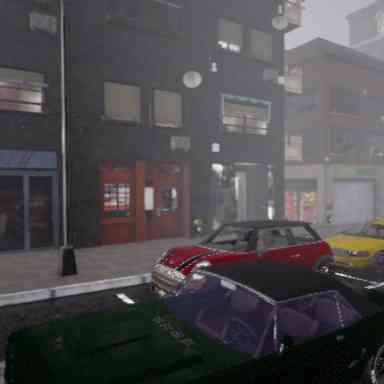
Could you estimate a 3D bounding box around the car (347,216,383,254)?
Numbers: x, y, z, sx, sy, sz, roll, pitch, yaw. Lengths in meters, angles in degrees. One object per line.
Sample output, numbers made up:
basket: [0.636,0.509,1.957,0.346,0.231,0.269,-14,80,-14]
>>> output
car: [5.679,1.445,10.051,4.829,1.417,1.752,0,0,-32]

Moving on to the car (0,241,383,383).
car: [0.502,1.557,3.673,4.718,1.301,1.895,0,1,-32]

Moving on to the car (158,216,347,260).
car: [1.162,1.360,7.178,4.097,1.590,1.967,0,0,-32]
